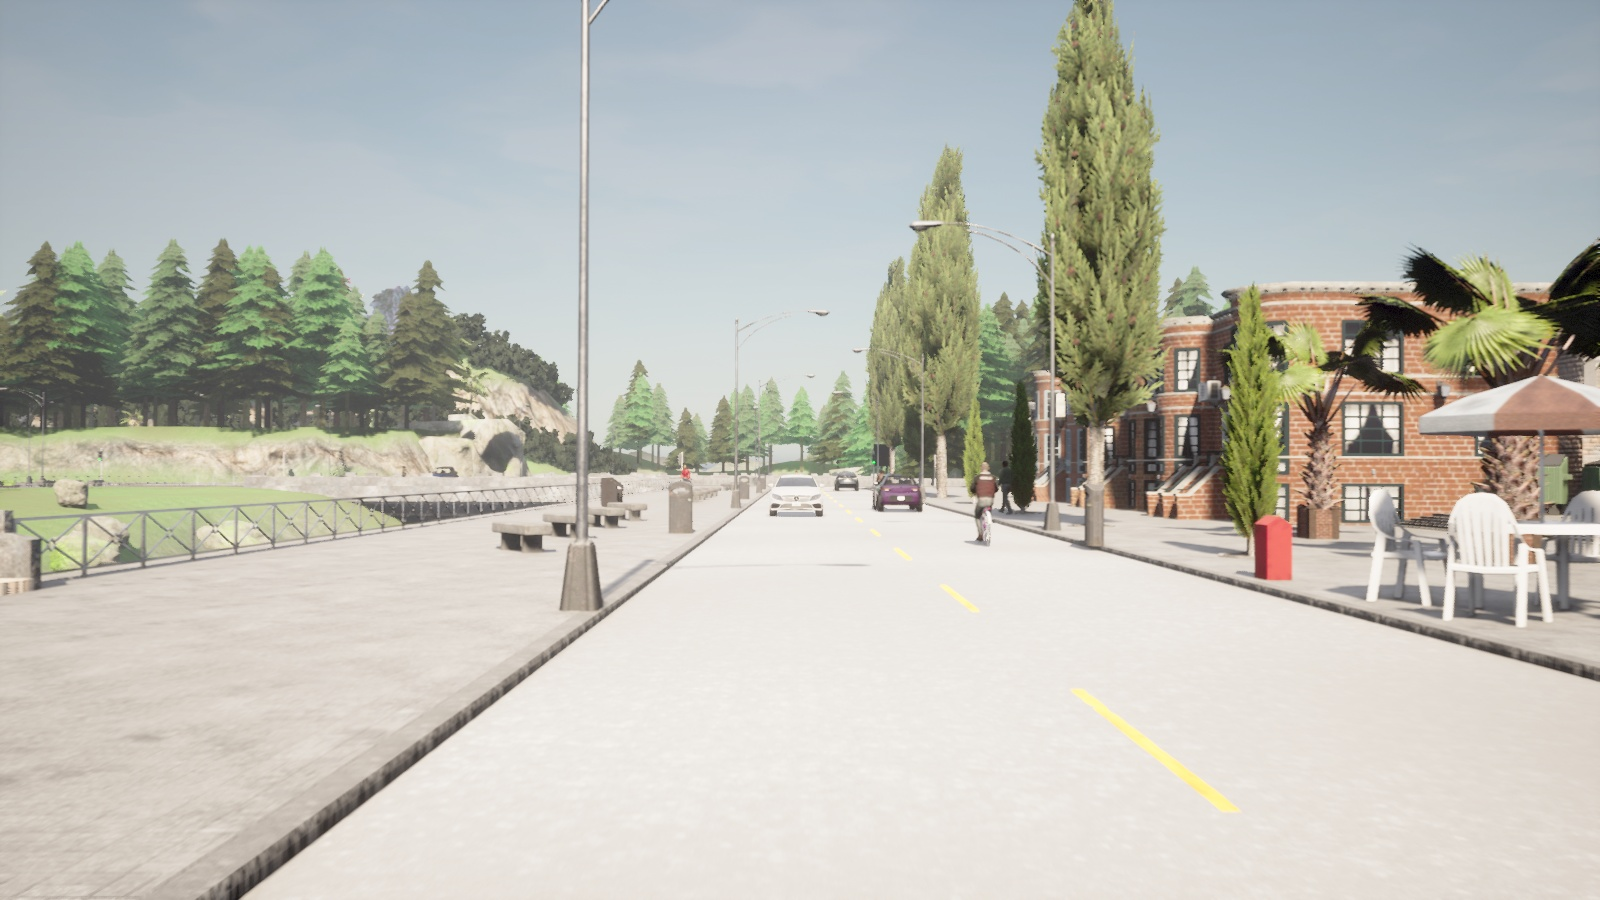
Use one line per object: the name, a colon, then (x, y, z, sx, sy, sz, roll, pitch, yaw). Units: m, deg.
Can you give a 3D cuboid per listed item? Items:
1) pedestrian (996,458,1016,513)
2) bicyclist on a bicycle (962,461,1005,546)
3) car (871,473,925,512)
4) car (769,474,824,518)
pedestrian: (6.949, 1.204, 42.377, 0.353, 1.847, 0.614, 0, -1, -33)
bicyclist on a bicycle: (3.928, 1.121, 26.991, 0.659, 1.776, 1.843, 0, -1, 0)
car: (3.869, 1.654, 50.242, 1.816, 1.474, 4.193, 0, -1, 0)
car: (-0.115, 1.581, 44.181, 1.812, 1.442, 4.674, 0, -1, 0)
